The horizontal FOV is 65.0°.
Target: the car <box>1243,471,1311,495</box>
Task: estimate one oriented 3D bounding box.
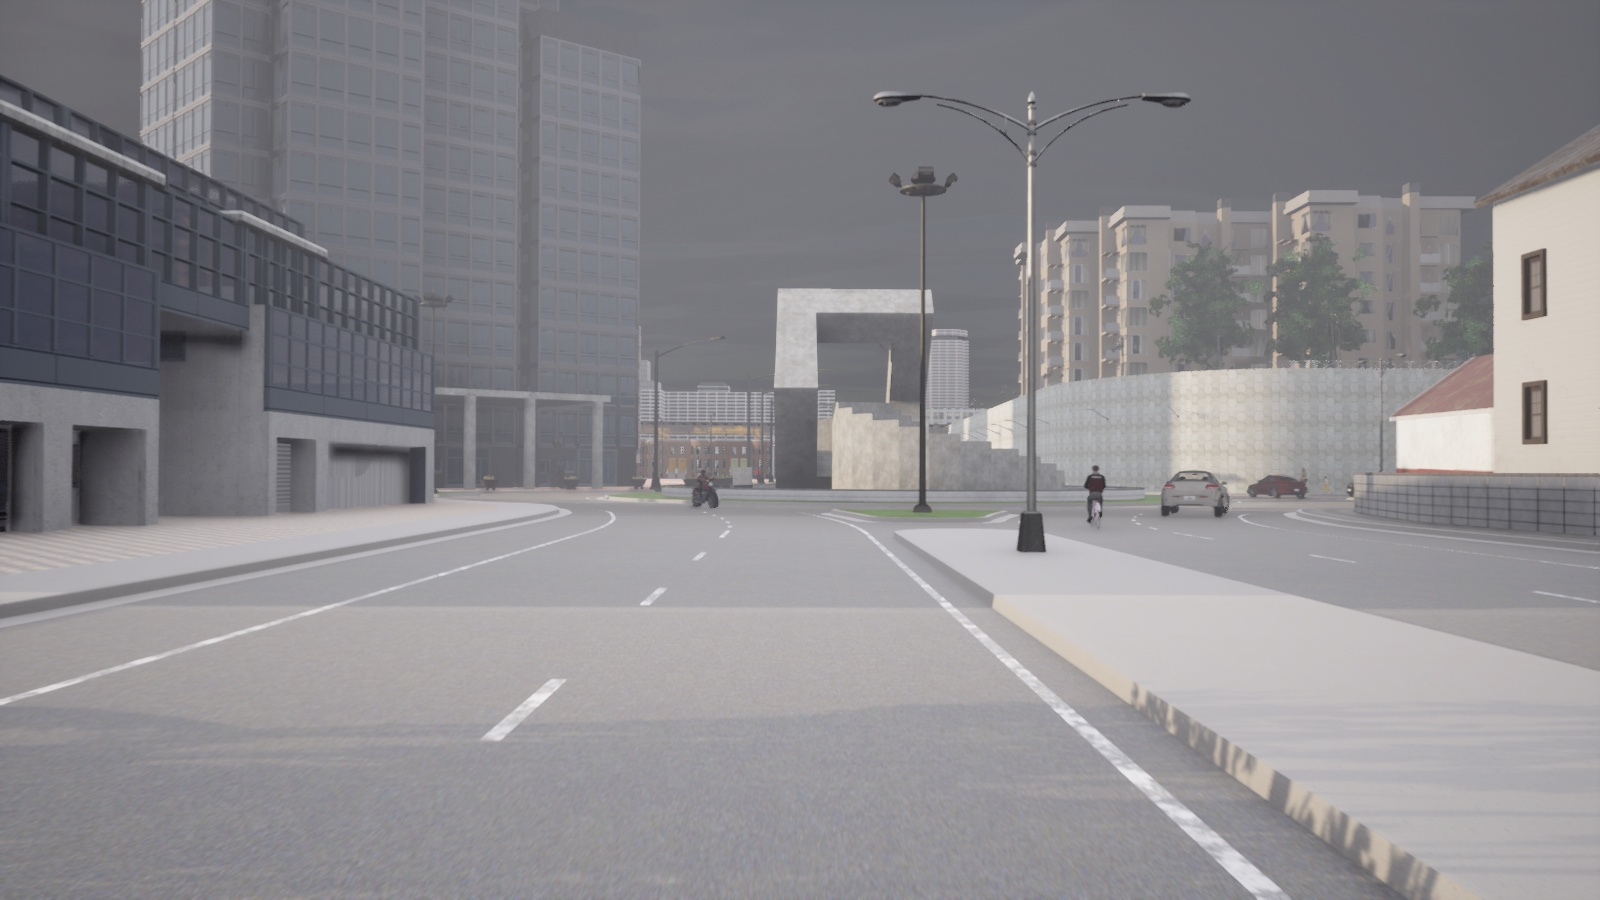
[{"bbox_3d":[29.101,2.010,76.765,1.812,1.442,4.674,0,-1,-8],"label":"car"}]

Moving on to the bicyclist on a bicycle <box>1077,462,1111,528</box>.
[{"bbox_3d":[8.184,1.239,35.016,0.659,1.776,1.843,0,-1,4],"label":"bicyclist on a bicycle"}]

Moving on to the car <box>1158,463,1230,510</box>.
[{"bbox_3d":[14.724,1.317,46.761,2.152,1.651,5.027,-1,-1,22],"label":"car"}]

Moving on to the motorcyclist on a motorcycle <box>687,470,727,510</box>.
[{"bbox_3d":[-3.924,1.667,52.941,0.766,1.649,2.350,0,-1,-29],"label":"motorcyclist on a motorcycle"}]
